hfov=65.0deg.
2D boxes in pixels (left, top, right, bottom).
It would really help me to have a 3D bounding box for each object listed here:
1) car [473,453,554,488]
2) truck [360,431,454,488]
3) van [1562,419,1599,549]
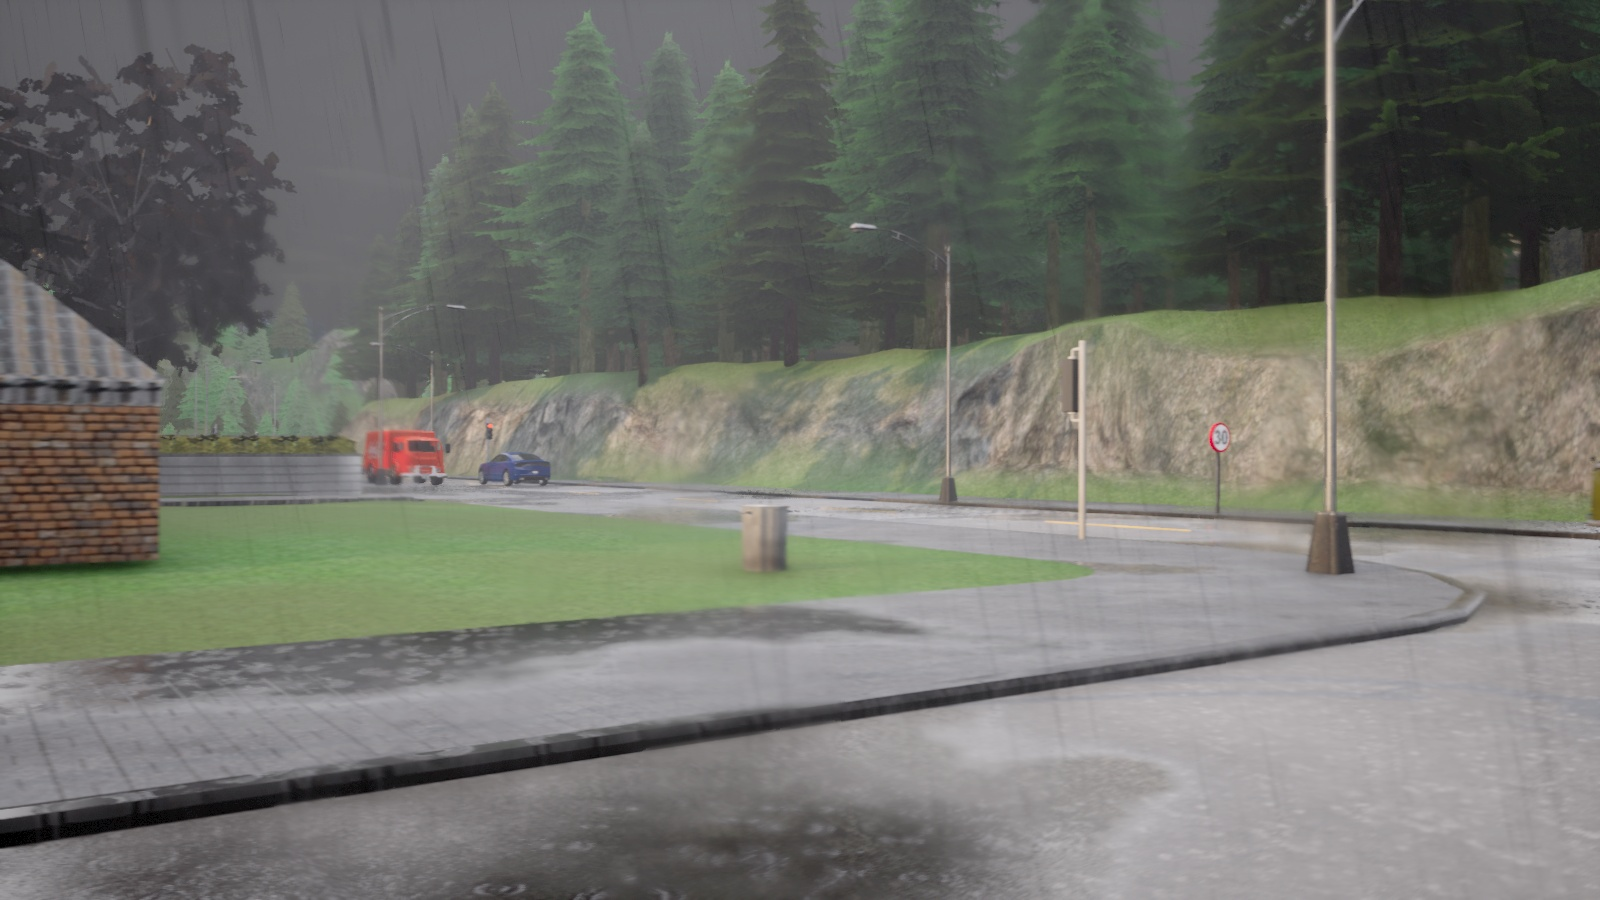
[{"bbox_3d":[-13.128,0.891,57.299,1.882,1.535,5.008,0,0,-35],"label":"car"},{"bbox_3d":[-17.990,0.437,57.289,2.627,2.467,5.204,0,0,-36],"label":"truck"},{"bbox_3d":[13.387,0.513,17.903,1.775,1.987,4.442,0,0,-11],"label":"van"}]
